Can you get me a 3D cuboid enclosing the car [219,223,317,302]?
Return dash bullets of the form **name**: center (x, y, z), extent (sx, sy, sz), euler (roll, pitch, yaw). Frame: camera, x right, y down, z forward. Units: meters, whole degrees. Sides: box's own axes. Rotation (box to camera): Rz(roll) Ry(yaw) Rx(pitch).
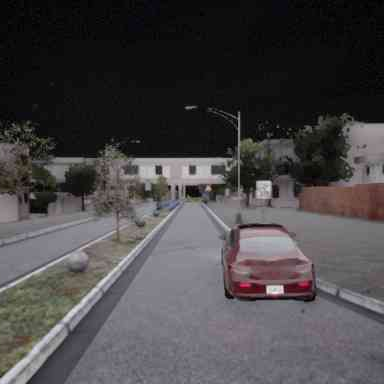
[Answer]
- **car**: center (1.671, 1.490, 8.170), extent (1.812, 1.442, 4.674), euler (-2, 2, 5)
